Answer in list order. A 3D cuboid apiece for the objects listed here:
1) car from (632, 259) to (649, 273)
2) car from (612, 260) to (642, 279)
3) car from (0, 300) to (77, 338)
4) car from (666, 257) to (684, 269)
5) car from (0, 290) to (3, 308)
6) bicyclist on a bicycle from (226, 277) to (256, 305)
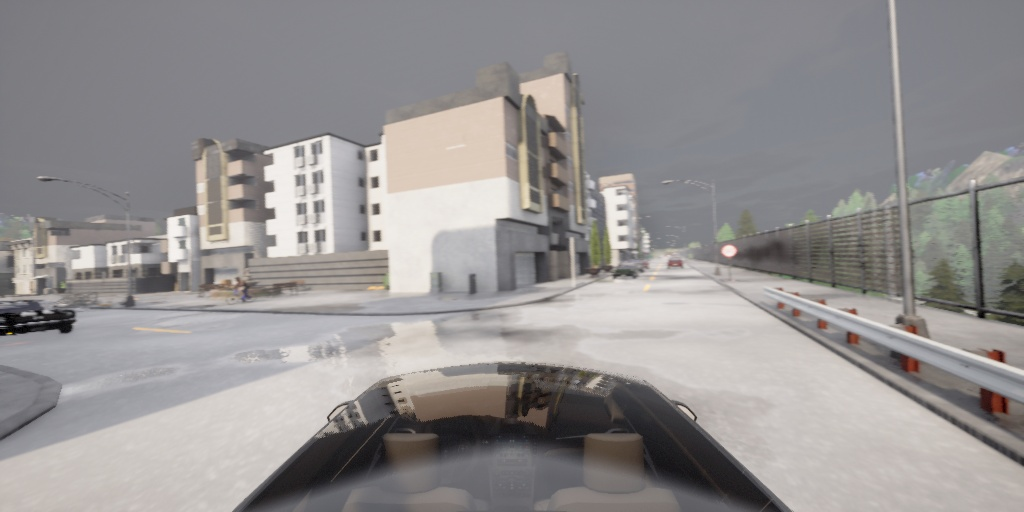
[{"bbox_3d":[13.654,1.114,39.821,2.128,1.511,4.902,-3,-1,24],"label":"car"},{"bbox_3d":[9.929,1.281,31.247,1.895,1.301,4.718,-3,-1,23],"label":"car"},{"bbox_3d":[-18.477,2.324,13.340,4.718,1.301,1.895,-3,-1,23],"label":"car"},{"bbox_3d":[21.071,0.852,46.393,1.882,1.535,5.008,-3,-1,23],"label":"car"},{"bbox_3d":[-43.613,3.591,28.833,5.357,1.411,2.033,-3,-1,23],"label":"car"},{"bbox_3d":[-16.285,2.078,21.543,0.582,1.620,1.656,-3,-1,23],"label":"bicyclist on a bicycle"}]
